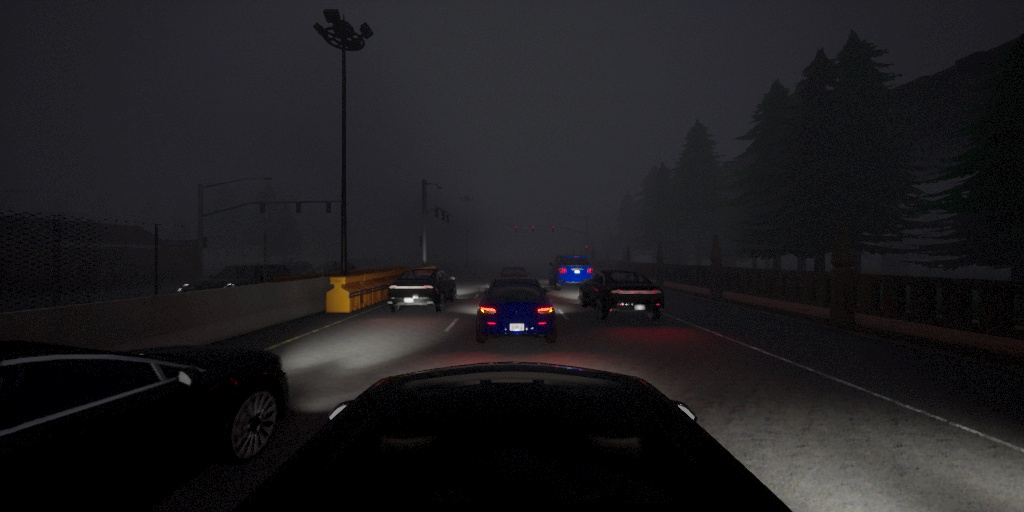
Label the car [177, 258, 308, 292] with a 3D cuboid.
[{"bbox_3d":[-10.592,1.102,14.279,2.097,1.767,4.553,0,0,0],"label":"car"}]

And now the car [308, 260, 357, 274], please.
[{"bbox_3d":[-14.004,1.081,28.352,2.128,1.511,4.902,0,0,0],"label":"car"}]

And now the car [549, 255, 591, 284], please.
[{"bbox_3d":[3.596,0.972,22.475,2.150,2.045,5.566,0,0,0],"label":"car"}]

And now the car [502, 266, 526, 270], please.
[{"bbox_3d":[0.097,1.276,19.464,1.812,1.442,4.674,0,0,0],"label":"car"}]

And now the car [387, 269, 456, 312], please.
[{"bbox_3d":[-3.402,1.242,14.269,2.128,1.511,4.902,0,0,0],"label":"car"}]

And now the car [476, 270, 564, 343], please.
[{"bbox_3d":[0.093,1.276,9.568,1.812,1.442,4.674,0,0,0],"label":"car"}]

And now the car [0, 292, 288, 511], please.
[{"bbox_3d":[-3.402,1.242,2.020,2.128,1.511,4.902,0,0,0],"label":"car"}]

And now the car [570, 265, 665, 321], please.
[{"bbox_3d":[3.599,1.240,12.520,2.128,1.511,4.902,0,0,0],"label":"car"}]
